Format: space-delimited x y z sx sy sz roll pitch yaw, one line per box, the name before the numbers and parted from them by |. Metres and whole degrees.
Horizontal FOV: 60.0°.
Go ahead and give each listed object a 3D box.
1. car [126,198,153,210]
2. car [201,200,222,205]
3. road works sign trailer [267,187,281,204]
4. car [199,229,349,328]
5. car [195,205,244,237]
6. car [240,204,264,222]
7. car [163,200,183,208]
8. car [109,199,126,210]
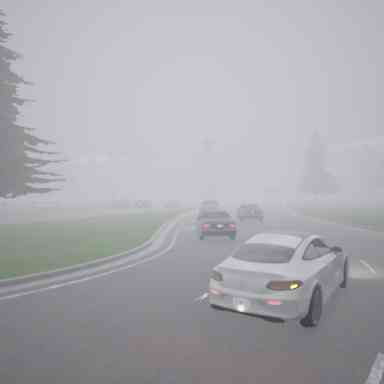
car | -7.988 1.818 52.475 2.097 1.767 4.553 -1 0 19
car | 1.996 1.578 34.511 2.097 1.767 4.553 -1 0 7
road works sign trailer | 17.372 0.781 71.935 2.380 3.560 2.880 -1 0 16
car | 2.066 1.557 7.136 1.812 1.442 4.674 0 0 34
car | 1.197 1.666 18.058 2.033 1.411 5.357 -1 0 -2
car | 4.865 1.696 28.111 2.033 1.411 5.357 -1 0 4
car | -3.112 1.982 55.818 2.033 1.411 5.357 -1 0 19
car | -11.352 1.863 53.448 2.097 1.767 4.553 -1 0 19
